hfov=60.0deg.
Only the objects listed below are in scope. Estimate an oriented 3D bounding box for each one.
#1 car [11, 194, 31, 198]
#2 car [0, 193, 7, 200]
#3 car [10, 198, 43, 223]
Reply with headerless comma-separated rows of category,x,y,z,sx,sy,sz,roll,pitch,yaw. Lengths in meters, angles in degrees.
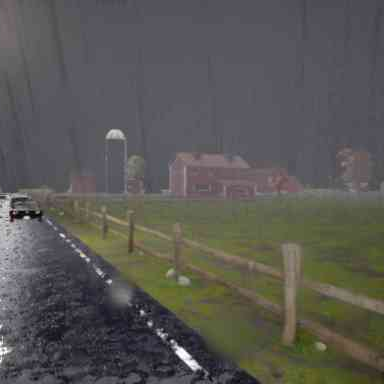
car,-19.405,0.974,37.786,1.882,1.535,5.008,0,1,-28
car,-34.536,0.810,60.090,1.994,1.385,4.181,0,0,-28
car,-11.365,1.289,22.770,1.895,1.301,4.718,0,1,-28
